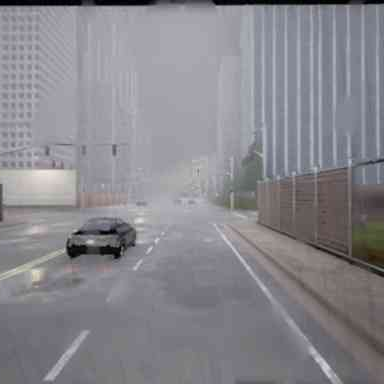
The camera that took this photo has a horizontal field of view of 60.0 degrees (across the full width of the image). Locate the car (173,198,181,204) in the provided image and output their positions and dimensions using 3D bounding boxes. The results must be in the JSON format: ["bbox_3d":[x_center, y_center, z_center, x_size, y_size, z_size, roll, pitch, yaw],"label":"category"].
[{"bbox_3d":[-3.551,2.245,81.088,1.837,1.490,4.892,0,-1,0],"label":"car"}]

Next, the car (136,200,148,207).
[{"bbox_3d":[-10.544,2.308,70.174,2.033,1.411,5.357,0,-1,0],"label":"car"}]

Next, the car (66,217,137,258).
[{"bbox_3d":[-3.490,1.714,13.506,1.994,1.385,4.181,0,-1,0],"label":"car"}]

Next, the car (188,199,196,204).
[{"bbox_3d":[-0.051,2.340,81.119,1.895,1.301,4.718,0,-1,0],"label":"car"}]
